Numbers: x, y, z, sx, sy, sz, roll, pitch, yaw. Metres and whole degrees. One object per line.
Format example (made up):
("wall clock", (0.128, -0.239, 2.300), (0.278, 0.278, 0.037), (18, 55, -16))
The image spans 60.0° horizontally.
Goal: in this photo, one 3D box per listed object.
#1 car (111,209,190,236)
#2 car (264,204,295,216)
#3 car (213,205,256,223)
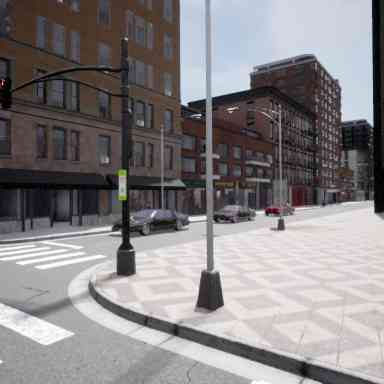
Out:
("car", (-2.260, 1.708, 19.981), (2.033, 1.411, 5.357), (-1, -1, 36))
("car", (9.653, 1.929, 36.522), (1.895, 1.301, 4.718), (-1, -1, 36))
("car", (3.643, 1.793, 28.191), (2.033, 1.411, 5.357), (-1, -1, 35))
